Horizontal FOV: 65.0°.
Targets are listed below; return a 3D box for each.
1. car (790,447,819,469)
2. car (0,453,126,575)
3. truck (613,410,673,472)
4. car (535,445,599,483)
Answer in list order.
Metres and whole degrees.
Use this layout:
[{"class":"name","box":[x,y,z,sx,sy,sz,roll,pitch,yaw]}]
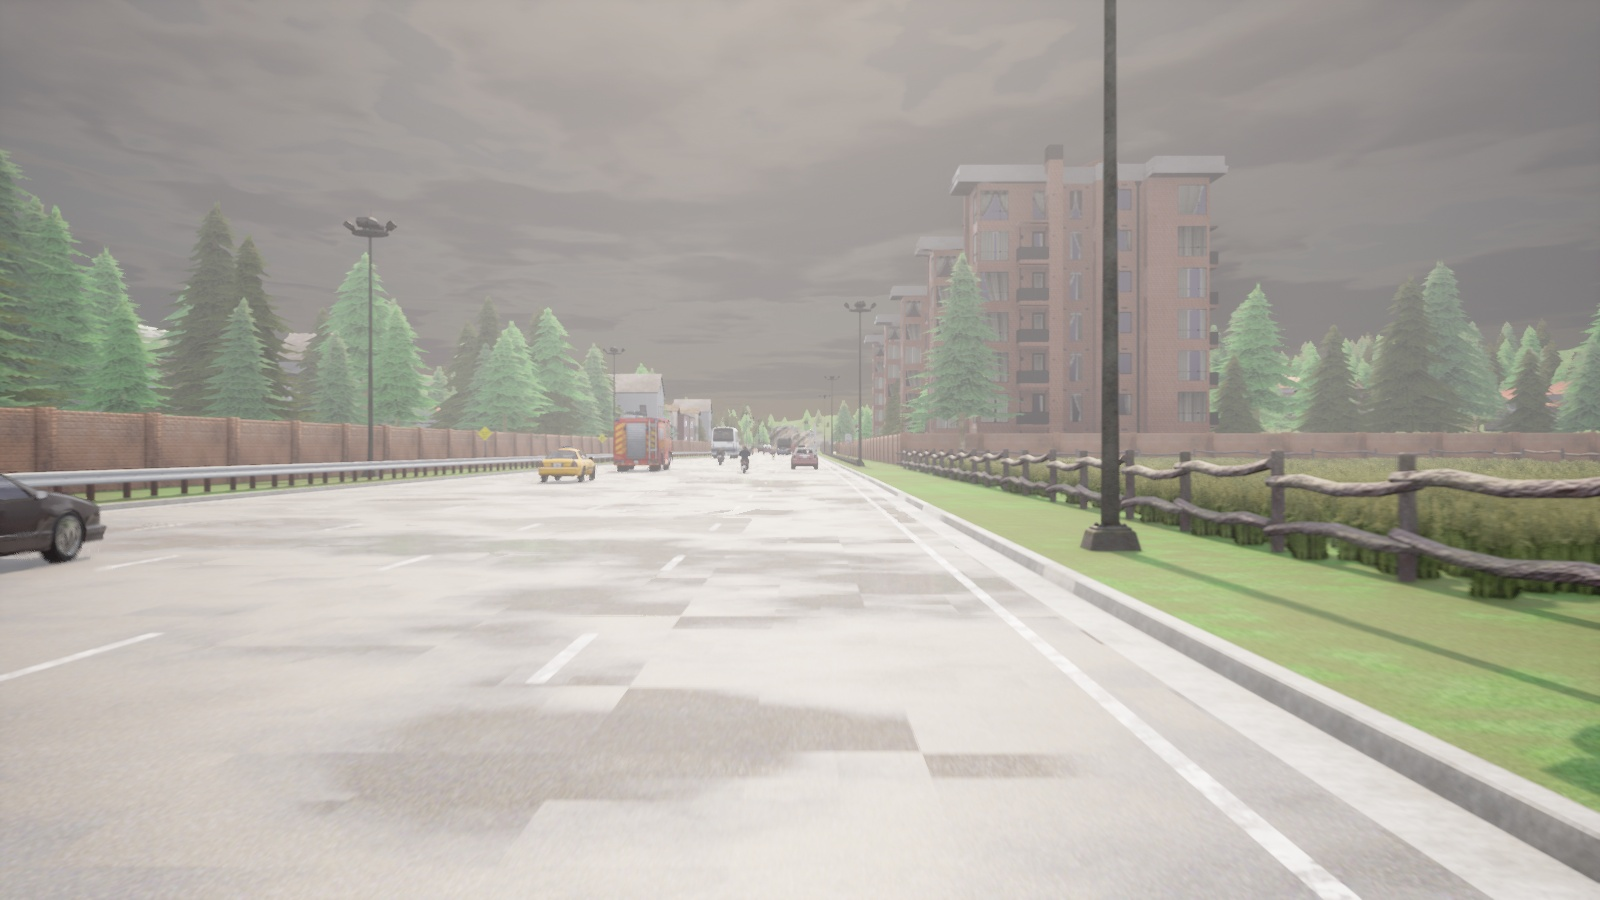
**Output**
[{"class":"car","box":[0.316,0.549,87.074,1.970,1.475,3.806,0,0,0]},{"class":"car","box":[-10.400,0.759,14.785,2.033,1.411,5.357,0,0,0]},{"class":"truck","box":[-10.182,-0.581,82.399,2.891,3.827,8.468,0,0,0]},{"class":"car","box":[-10.182,0.574,55.163,1.801,1.575,5.366,0,0,0]}]
